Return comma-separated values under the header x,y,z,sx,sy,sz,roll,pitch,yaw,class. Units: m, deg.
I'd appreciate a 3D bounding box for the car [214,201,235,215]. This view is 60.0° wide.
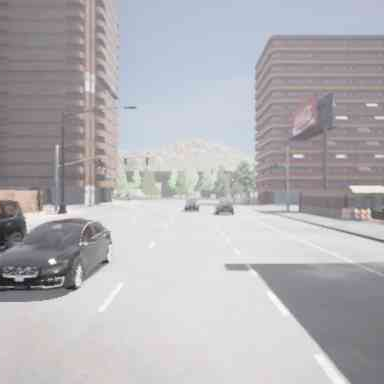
x,y,z,sx,sy,sz,roll,pitch,yaw,class
3.487,1.688,36.172,1.812,1.442,4.674,0,0,0,car

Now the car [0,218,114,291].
x,y,z,sx,sy,sz,roll,pitch,yaw,class
-3.535,1.547,9.272,1.837,1.490,4.892,0,0,0,car

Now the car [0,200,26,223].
x,y,z,sx,sy,sz,roll,pitch,yaw,class
-7.028,1.270,9.856,2.150,2.045,5.566,0,-1,0,car

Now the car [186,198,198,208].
x,y,z,sx,sy,sz,roll,pitch,yaw,class
-0.019,1.714,52.417,1.882,1.535,5.008,0,0,0,car

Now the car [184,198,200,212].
x,y,z,sx,sy,sz,roll,pitch,yaw,class
-0.015,1.791,42.276,1.895,1.301,4.718,0,0,0,car
